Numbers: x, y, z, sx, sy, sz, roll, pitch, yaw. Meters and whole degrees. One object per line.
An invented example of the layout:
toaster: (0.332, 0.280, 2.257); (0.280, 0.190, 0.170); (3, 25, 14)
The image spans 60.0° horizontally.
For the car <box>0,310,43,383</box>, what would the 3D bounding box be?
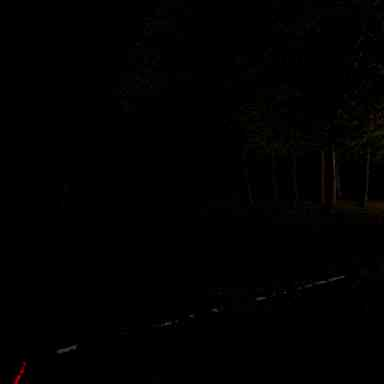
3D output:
car: (-3.401, 1.507, 1.595); (4.892, 1.490, 1.837); (0, 0, -35)
